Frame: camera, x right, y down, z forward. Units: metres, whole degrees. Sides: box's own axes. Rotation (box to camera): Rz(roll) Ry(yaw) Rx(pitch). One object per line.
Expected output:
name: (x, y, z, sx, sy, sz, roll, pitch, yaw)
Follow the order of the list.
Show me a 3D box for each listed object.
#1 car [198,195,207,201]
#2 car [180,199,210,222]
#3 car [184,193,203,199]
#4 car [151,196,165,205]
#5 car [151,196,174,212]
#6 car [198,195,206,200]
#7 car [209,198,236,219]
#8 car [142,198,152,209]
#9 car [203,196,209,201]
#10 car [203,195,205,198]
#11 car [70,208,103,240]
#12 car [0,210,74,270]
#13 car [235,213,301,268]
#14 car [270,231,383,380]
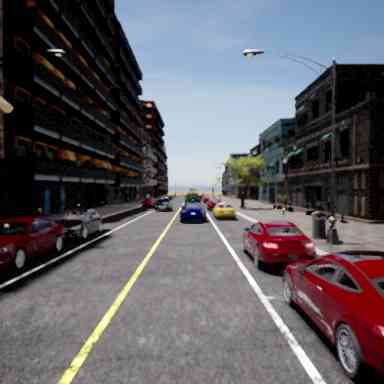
car: (2.642, 1.426, 84.688, 1.947, 1.339, 4.313, -1, 0, 0)
car: (0.088, 1.517, 25.906, 1.994, 1.385, 4.181, 0, 0, 0)
car: (0.078, 1.140, 46.327, 2.150, 2.045, 5.566, 0, 0, 0)
car: (-5.726, 1.469, 56.326, 1.947, 1.339, 4.313, -1, 0, 0)
car: (-3.080, 1.460, 37.133, 1.812, 1.442, 4.674, 0, 0, 0)
car: (2.639, 1.402, 90.366, 2.008, 1.369, 4.403, -1, 0, 0)
car: (2.668, 1.475, 28.084, 1.752, 1.417, 4.829, -1, 0, 0)
car: (-5.721, 1.466, 44.971, 1.887, 1.381, 4.507, -1, 0, 0)
car: (2.662, 1.476, 39.269, 1.887, 1.381, 4.507, -1, 0, 0)
car: (2.652, 1.477, 61.979, 1.802, 1.307, 4.206, -1, 0, 0)
car: (-5.707, 1.520, 16.584, 2.008, 1.369, 4.403, -1, 0, 0)
car: (-5.705, 1.524, 10.906, 1.887, 1.381, 4.507, -1, 0, 0)
car: (2.676, 1.562, 10.882, 1.802, 1.307, 4.206, -1, 0, 0)
car: (2.679, 1.572, 5.205, 1.802, 1.307, 4.206, -1, 0, 0)
